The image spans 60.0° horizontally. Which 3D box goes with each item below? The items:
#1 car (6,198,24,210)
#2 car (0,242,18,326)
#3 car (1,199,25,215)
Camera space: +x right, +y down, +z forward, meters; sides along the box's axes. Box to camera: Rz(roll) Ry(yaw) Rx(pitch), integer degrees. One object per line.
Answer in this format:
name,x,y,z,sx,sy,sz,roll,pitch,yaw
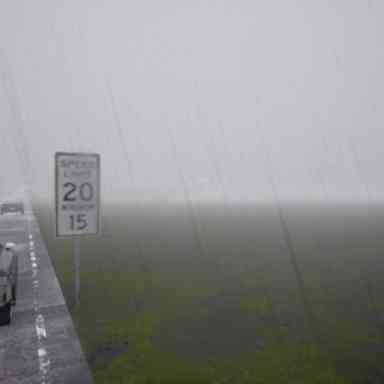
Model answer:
car,-22.649,1.509,42.762,1.895,1.301,4.718,0,0,-26
car,-4.554,1.554,6.526,1.994,1.385,4.181,0,0,-27
car,-17.919,1.416,33.393,1.882,1.535,5.008,0,0,-26
